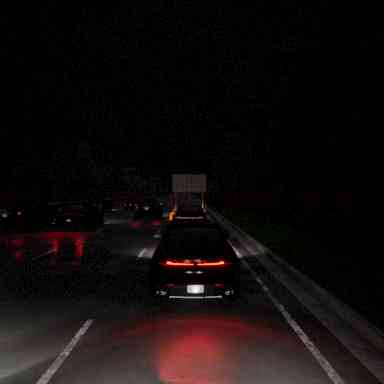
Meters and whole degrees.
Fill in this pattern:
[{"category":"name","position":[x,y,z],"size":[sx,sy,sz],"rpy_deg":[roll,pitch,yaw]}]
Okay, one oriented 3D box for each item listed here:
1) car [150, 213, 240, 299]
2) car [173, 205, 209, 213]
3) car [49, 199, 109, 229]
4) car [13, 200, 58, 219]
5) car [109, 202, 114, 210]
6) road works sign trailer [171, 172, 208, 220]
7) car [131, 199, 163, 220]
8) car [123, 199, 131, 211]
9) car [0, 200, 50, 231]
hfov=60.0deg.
[{"category":"car","position":[0.045,1.505,8.427],"size":[1.837,1.490,4.892],"rpy_deg":[0,0,0]},{"category":"car","position":[-0.074,1.488,18.817],"size":[2.128,1.511,4.902],"rpy_deg":[0,0,1]},{"category":"car","position":[-7.065,1.477,21.471],"size":[1.882,1.535,5.008],"rpy_deg":[0,0,-1]},{"category":"car","position":[-14.147,1.506,30.439],"size":[1.837,1.490,4.892],"rpy_deg":[0,0,-1]},{"category":"car","position":[-10.726,1.546,39.299],"size":[2.033,1.411,5.357],"rpy_deg":[0,0,-1]},{"category":"road works sign trailer","position":[-0.191,0.464,22.687],"size":[2.380,3.560,2.880],"rpy_deg":[0,0,-3]},{"category":"car","position":[-3.631,1.353,28.432],"size":[2.097,1.767,4.553],"rpy_deg":[0,0,-1]},{"category":"car","position":[-7.246,1.547,41.462],"size":[2.033,1.411,5.357],"rpy_deg":[0,0,-1]},{"category":"car","position":[-10.562,1.353,20.937],"size":[2.097,1.767,4.553],"rpy_deg":[0,0,-1]}]
